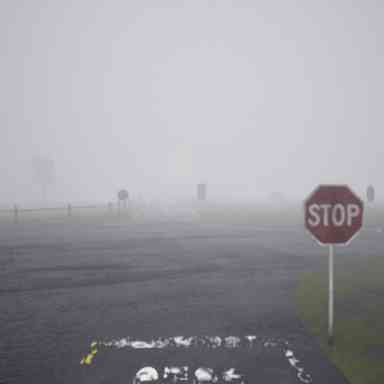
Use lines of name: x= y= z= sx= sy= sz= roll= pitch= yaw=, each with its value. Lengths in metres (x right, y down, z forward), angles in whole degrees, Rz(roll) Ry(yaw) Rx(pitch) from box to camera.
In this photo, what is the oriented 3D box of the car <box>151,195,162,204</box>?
car: x=-6.573 y=1.285 z=61.252 sx=1.882 sy=1.535 sz=5.008 roll=0 pitch=0 yaw=-8
